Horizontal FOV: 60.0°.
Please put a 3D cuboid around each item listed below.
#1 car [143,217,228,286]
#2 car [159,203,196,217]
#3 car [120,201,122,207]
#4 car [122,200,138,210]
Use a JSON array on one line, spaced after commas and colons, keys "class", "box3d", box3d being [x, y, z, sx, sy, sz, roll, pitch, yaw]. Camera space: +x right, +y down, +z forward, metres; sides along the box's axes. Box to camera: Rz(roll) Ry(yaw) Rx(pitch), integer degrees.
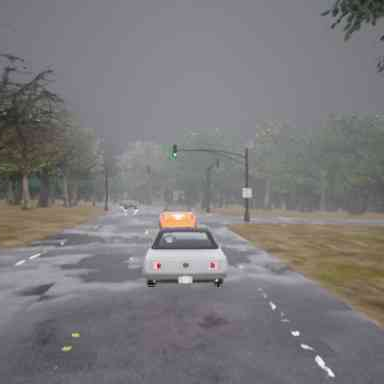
[{"class": "car", "box3d": [-0.222, 1.641, 9.487, 1.895, 1.301, 4.718, 0, 0, -2]}, {"class": "car", "box3d": [-0.921, 1.439, 20.329, 2.097, 1.767, 4.553, 0, 0, -4]}, {"class": "car", "box3d": [-11.962, 2.242, 62.438, 1.812, 1.442, 4.674, 0, -1, -14]}, {"class": "car", "box3d": [-9.880, 2.041, 53.654, 1.837, 1.490, 4.892, 0, -1, -13]}]
